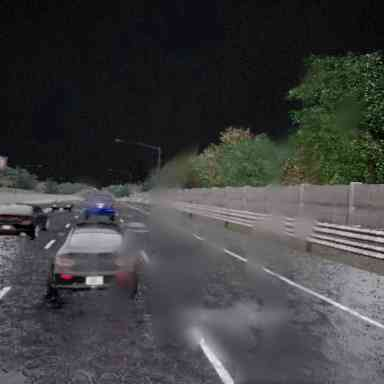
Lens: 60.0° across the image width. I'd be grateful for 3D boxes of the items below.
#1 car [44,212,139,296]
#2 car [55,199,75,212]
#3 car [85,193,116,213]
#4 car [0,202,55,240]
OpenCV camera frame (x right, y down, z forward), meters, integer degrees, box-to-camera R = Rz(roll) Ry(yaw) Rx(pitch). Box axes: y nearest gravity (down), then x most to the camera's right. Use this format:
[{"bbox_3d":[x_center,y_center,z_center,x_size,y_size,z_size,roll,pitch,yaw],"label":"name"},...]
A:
[{"bbox_3d":[-2.416,1.488,8.454,1.812,1.442,4.674,3,-1,-15],"label":"car"},{"bbox_3d":[-12.748,1.324,33.179,1.895,1.301,4.718,3,-1,-15],"label":"car"},{"bbox_3d":[-7.292,1.123,26.492,2.150,2.045,5.566,3,-1,-15],"label":"car"},{"bbox_3d":[-7.965,1.237,15.570,1.882,1.535,5.008,3,-1,-15],"label":"car"}]
